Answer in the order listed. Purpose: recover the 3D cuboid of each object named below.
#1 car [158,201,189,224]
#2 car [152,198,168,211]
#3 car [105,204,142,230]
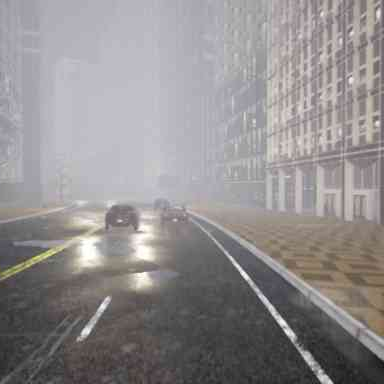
[{"bbox_3d":[-1.362,1.588,24.389,1.895,1.301,4.718,0,0,-6],"label":"car"},{"bbox_3d":[-3.879,1.460,41.204,1.882,1.535,5.008,0,0,-10],"label":"car"},{"bbox_3d":[-4.313,1.478,21.275,1.882,1.535,5.008,0,0,-6],"label":"car"}]
